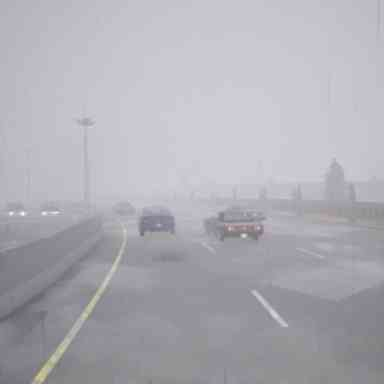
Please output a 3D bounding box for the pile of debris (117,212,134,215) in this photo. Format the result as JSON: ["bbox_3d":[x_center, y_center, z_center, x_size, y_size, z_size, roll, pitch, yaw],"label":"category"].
[{"bbox_3d":[-7.264,2.340,36.264,1.500,0.140,1.860,0,0,-22],"label":"pile of debris"}]

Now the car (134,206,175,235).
[{"bbox_3d":[-2.189,1.555,19.463,1.882,1.535,5.008,0,0,-12],"label":"car"}]

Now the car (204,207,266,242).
[{"bbox_3d":[1.902,1.644,16.840,1.895,1.301,4.718,0,0,-10],"label":"car"}]

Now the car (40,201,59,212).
[{"bbox_3d":[-18.568,1.852,43.172,1.994,1.385,4.181,0,0,-29],"label":"car"}]

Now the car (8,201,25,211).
[{"bbox_3d":[-24.639,1.961,46.685,1.895,1.301,4.718,-1,0,-32],"label":"car"}]

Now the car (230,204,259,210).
[{"bbox_3d":[3.712,1.600,25.184,2.033,1.411,5.357,0,0,-14],"label":"car"}]

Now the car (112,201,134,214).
[{"bbox_3d":[-7.737,1.732,37.199,1.994,1.385,4.181,-1,0,-22],"label":"car"}]
